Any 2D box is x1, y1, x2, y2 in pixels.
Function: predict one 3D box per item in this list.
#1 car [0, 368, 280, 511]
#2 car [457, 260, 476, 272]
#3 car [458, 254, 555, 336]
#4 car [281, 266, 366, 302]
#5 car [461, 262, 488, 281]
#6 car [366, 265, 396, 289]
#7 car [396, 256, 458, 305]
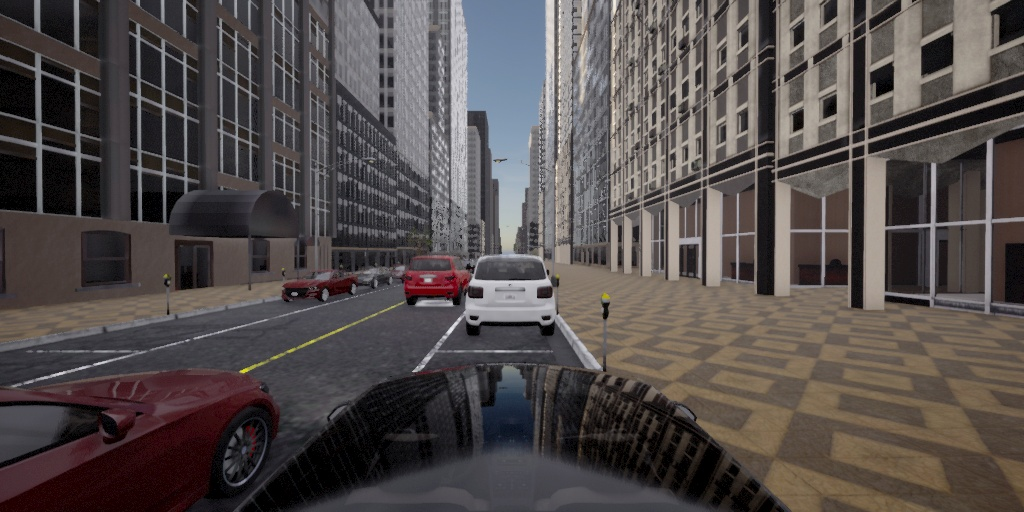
[{"bbox_3d":[-3.146,1.275,1.501,1.812,1.442,4.674,0,0,0],"label":"car"},{"bbox_3d":[-6.146,1.344,49.098,2.033,1.411,5.357,0,0,0],"label":"car"},{"bbox_3d":[-0.039,0.976,10.531,2.150,2.045,5.566,0,0,0],"label":"car"},{"bbox_3d":[-8.837,1.292,16.839,1.888,1.381,4.507,0,0,0],"label":"car"},{"bbox_3d":[-3.146,1.262,31.097,1.837,1.490,4.892,0,0,0],"label":"car"},{"bbox_3d":[-8.838,1.296,22.523,2.007,1.370,4.403,0,0,0],"label":"car"},{"bbox_3d":[-3.146,1.006,16.126,2.150,2.045,5.566,0,0,0],"label":"car"}]
